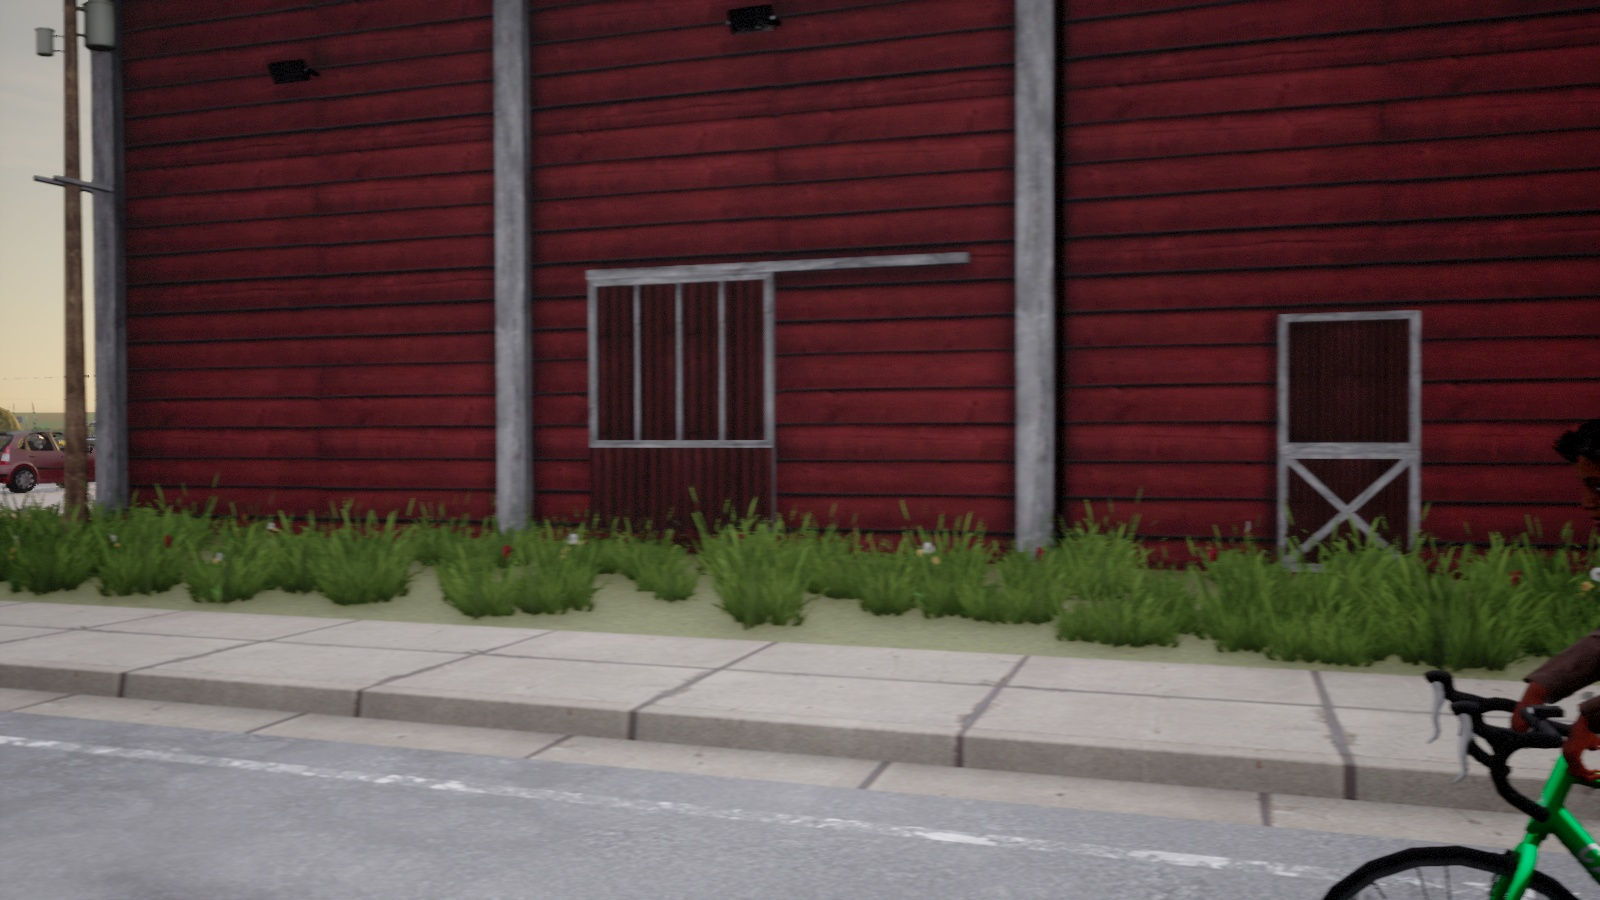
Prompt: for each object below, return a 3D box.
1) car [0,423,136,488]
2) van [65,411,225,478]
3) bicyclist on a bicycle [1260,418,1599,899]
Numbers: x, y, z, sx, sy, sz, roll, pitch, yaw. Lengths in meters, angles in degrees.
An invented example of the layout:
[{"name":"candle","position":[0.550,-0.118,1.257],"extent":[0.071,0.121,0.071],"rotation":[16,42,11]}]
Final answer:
[{"name":"car","position":[-20.011,0.089,33.389],"extent":[1.851,1.617,3.988],"rotation":[1,1,18]},{"name":"van","position":[-21.272,-0.213,40.996],"extent":[2.069,2.038,4.480],"rotation":[1,1,18]},{"name":"bicyclist on a bicycle","position":[1.834,0.745,2.576],"extent":[1.656,1.620,0.582],"rotation":[0,1,19]}]
